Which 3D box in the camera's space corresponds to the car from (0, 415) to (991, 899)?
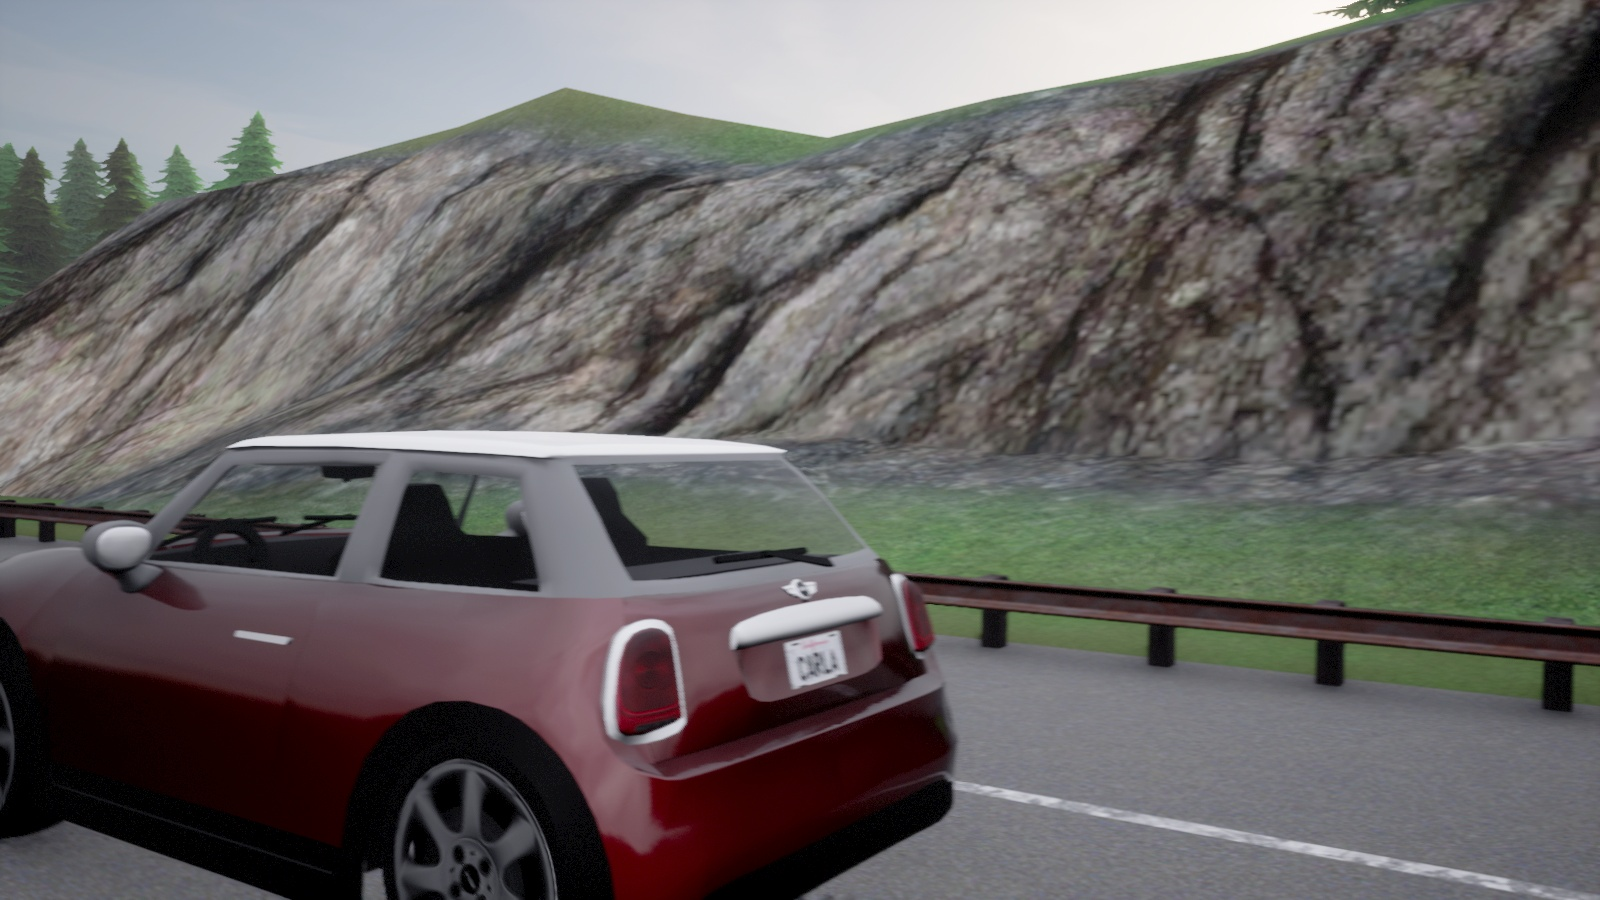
[{"bbox_3d":[-1.470,0.647,4.600,3.806,1.475,1.970,0,1,34],"label":"car"}]
